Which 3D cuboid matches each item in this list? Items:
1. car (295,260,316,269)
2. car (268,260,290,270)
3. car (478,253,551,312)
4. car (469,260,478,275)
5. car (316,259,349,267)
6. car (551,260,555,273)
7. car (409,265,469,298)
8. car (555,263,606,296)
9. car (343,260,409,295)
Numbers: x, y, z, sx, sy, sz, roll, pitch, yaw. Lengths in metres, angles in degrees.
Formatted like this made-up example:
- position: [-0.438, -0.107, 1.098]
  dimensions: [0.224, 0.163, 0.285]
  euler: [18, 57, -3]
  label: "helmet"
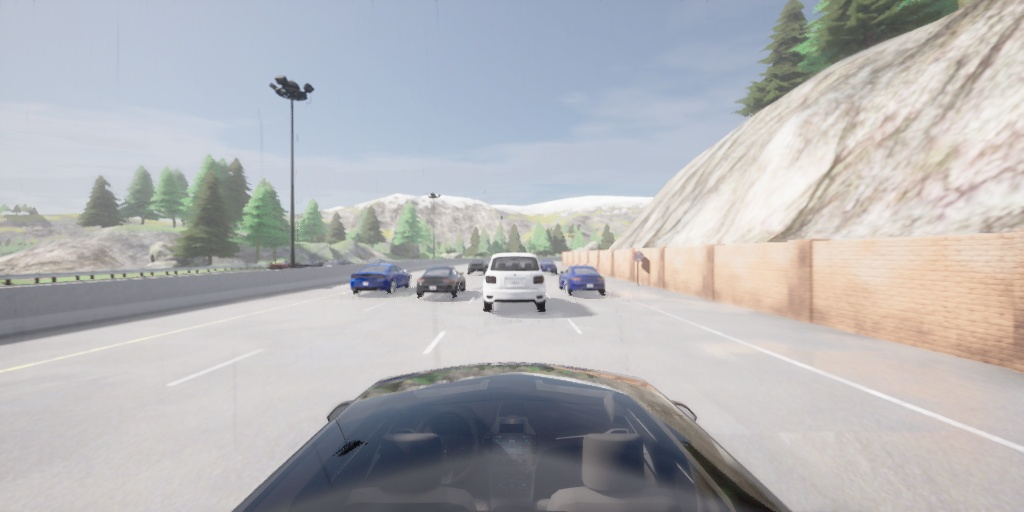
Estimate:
- position: [-24.614, 1.177, 44.518]
  dimensions: [1.895, 1.301, 4.718]
  euler: [0, 0, 0]
  label: "car"
- position: [-28.107, 1.176, 44.895]
  dimensions: [1.895, 1.301, 4.718]
  euler: [0, 0, 0]
  label: "car"
- position: [0.089, 0.919, 14.124]
  dimensions: [2.150, 2.045, 5.566]
  euler: [0, 0, 0]
  label: "car"
- position: [-3.433, 1.106, 37.010]
  dimensions: [1.837, 1.490, 4.892]
  euler: [0, 0, 0]
  label: "car"
- position: [-21.118, 1.069, 43.577]
  dimensions: [2.128, 1.511, 4.902]
  euler: [0, 0, 0]
  label: "car"
- position: [3.567, 1.125, 36.951]
  dimensions: [1.812, 1.442, 4.674]
  euler: [0, 0, 0]
  label: "car"
- position: [-3.427, 1.208, 17.787]
  dimensions: [1.812, 1.442, 4.674]
  euler: [0, 0, 0]
  label: "car"
- position: [3.577, 1.202, 18.770]
  dimensions: [1.812, 1.442, 4.674]
  euler: [0, 0, 0]
  label: "car"
- position: [-6.916, 1.155, 19.408]
  dimensions: [1.882, 1.535, 5.008]
  euler: [0, 0, 0]
  label: "car"
